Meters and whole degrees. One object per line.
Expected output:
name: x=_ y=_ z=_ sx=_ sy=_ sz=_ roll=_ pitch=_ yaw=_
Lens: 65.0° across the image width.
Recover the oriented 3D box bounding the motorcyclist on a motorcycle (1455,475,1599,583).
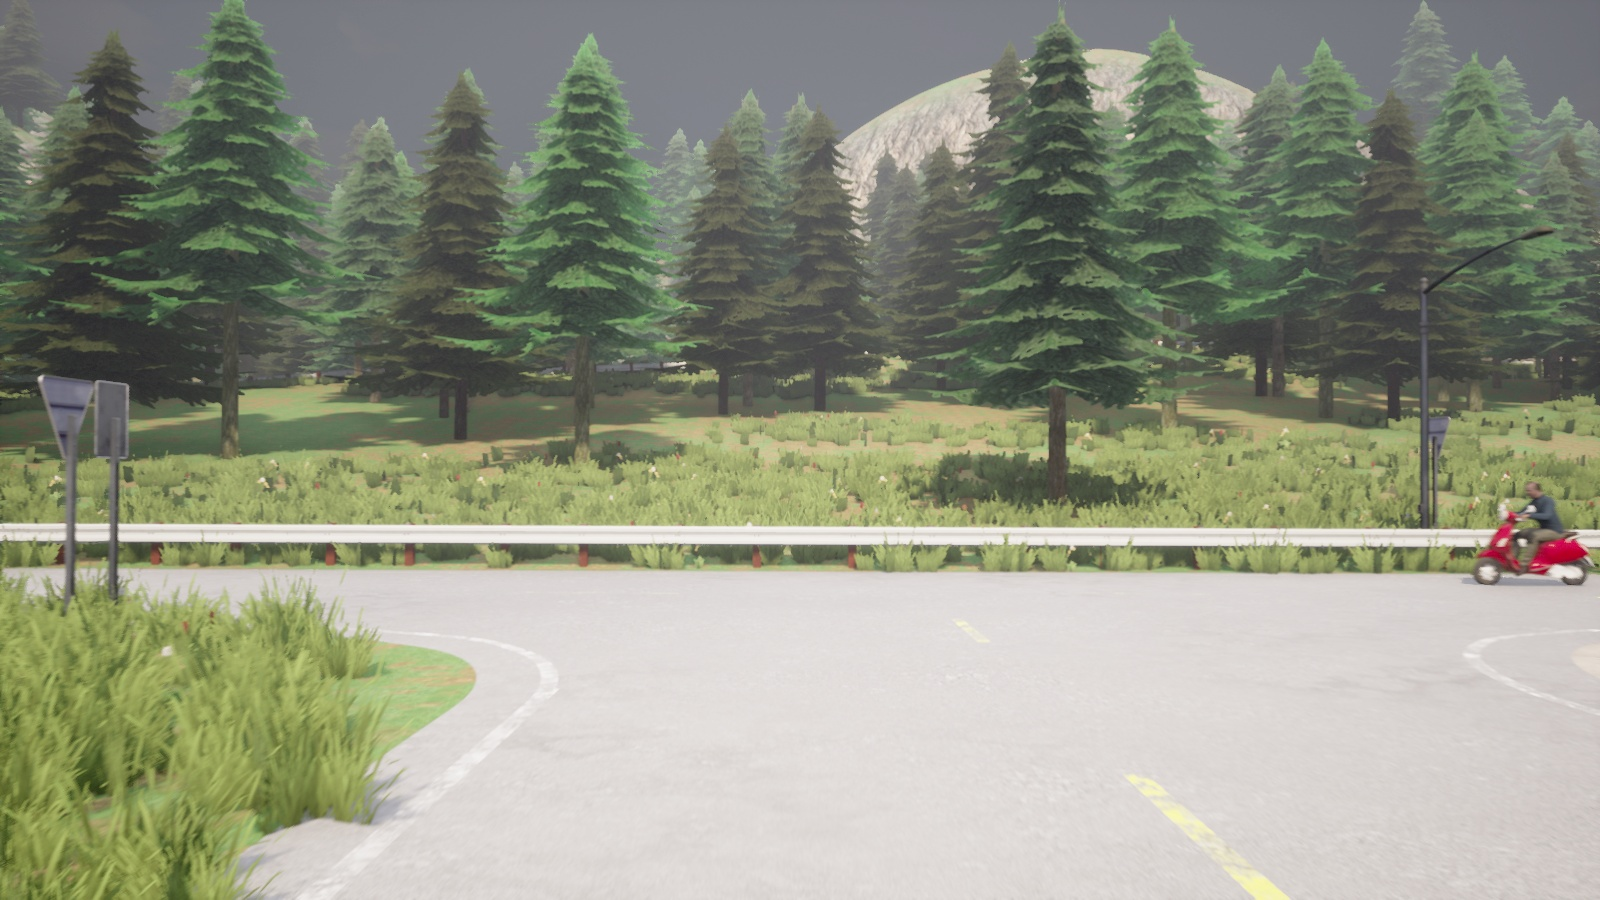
motorcyclist on a motorcycle: x=11.107 y=1.183 z=19.104 sx=1.817 sy=1.590 sz=0.866 roll=0 pitch=-1 yaw=0
